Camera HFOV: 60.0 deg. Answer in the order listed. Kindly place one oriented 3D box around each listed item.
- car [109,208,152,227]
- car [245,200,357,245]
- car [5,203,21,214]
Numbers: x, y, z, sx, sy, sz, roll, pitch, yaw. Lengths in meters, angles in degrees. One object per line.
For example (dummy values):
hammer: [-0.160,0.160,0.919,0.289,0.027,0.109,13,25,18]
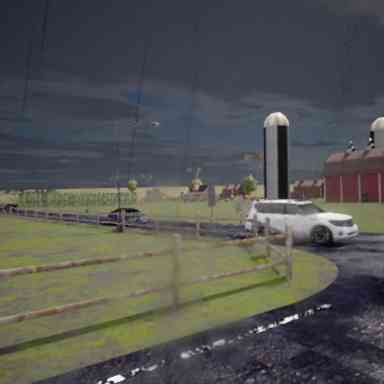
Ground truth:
car: [-5.328,2.049,28.039,1.812,1.442,4.674,-1,0,-44]
car: [5.361,1.442,17.124,5.566,2.045,2.150,-1,0,45]
car: [-30.268,2.723,56.212,1.837,1.490,4.892,-1,0,-39]
